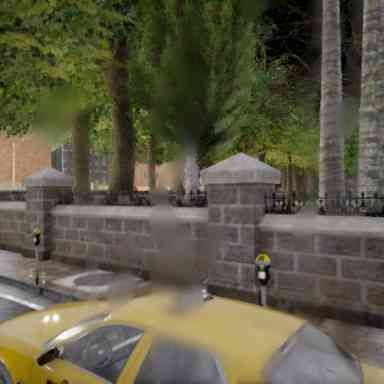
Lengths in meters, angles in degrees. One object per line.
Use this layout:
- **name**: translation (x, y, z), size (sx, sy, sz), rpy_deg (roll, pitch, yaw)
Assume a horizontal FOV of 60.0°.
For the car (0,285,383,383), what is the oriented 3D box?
- **car**: translation (-0.221, 1.524, 2.976), size (4.829, 1.417, 1.752), rpy_deg (0, -1, 35)
